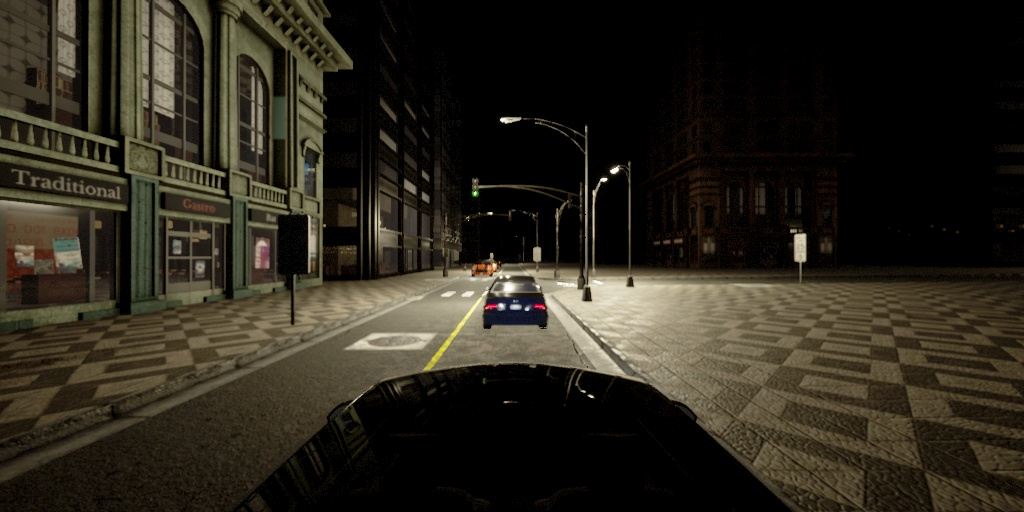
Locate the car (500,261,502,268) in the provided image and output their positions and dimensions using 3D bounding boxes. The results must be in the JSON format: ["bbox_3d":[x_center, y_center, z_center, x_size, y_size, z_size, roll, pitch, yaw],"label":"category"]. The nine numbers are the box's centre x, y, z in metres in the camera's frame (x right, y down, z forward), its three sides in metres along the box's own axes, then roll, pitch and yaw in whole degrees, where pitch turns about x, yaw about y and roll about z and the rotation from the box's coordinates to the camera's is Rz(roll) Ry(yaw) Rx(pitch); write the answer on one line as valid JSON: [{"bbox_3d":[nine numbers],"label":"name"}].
[{"bbox_3d":[-3.085,1.509,58.434,2.033,1.411,5.357,0,0,0],"label":"car"}]

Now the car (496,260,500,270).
[{"bbox_3d":[-3.099,1.272,47.794,2.097,1.767,4.553,0,0,0],"label":"car"}]

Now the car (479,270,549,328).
[{"bbox_3d":[0.097,1.333,11.461,2.033,1.411,5.357,0,0,0],"label":"car"}]

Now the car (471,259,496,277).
[{"bbox_3d":[-3.078,1.234,38.052,2.097,1.767,4.553,0,0,-1],"label":"car"}]
